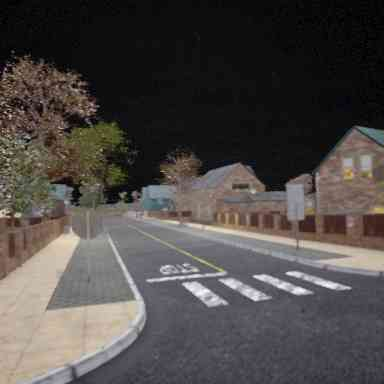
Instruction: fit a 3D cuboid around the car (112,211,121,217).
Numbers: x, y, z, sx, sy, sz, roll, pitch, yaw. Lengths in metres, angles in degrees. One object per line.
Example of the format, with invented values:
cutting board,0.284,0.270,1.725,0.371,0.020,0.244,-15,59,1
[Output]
car,-19.930,5.838,88.801,2.033,1.411,5.357,-1,-2,-16
